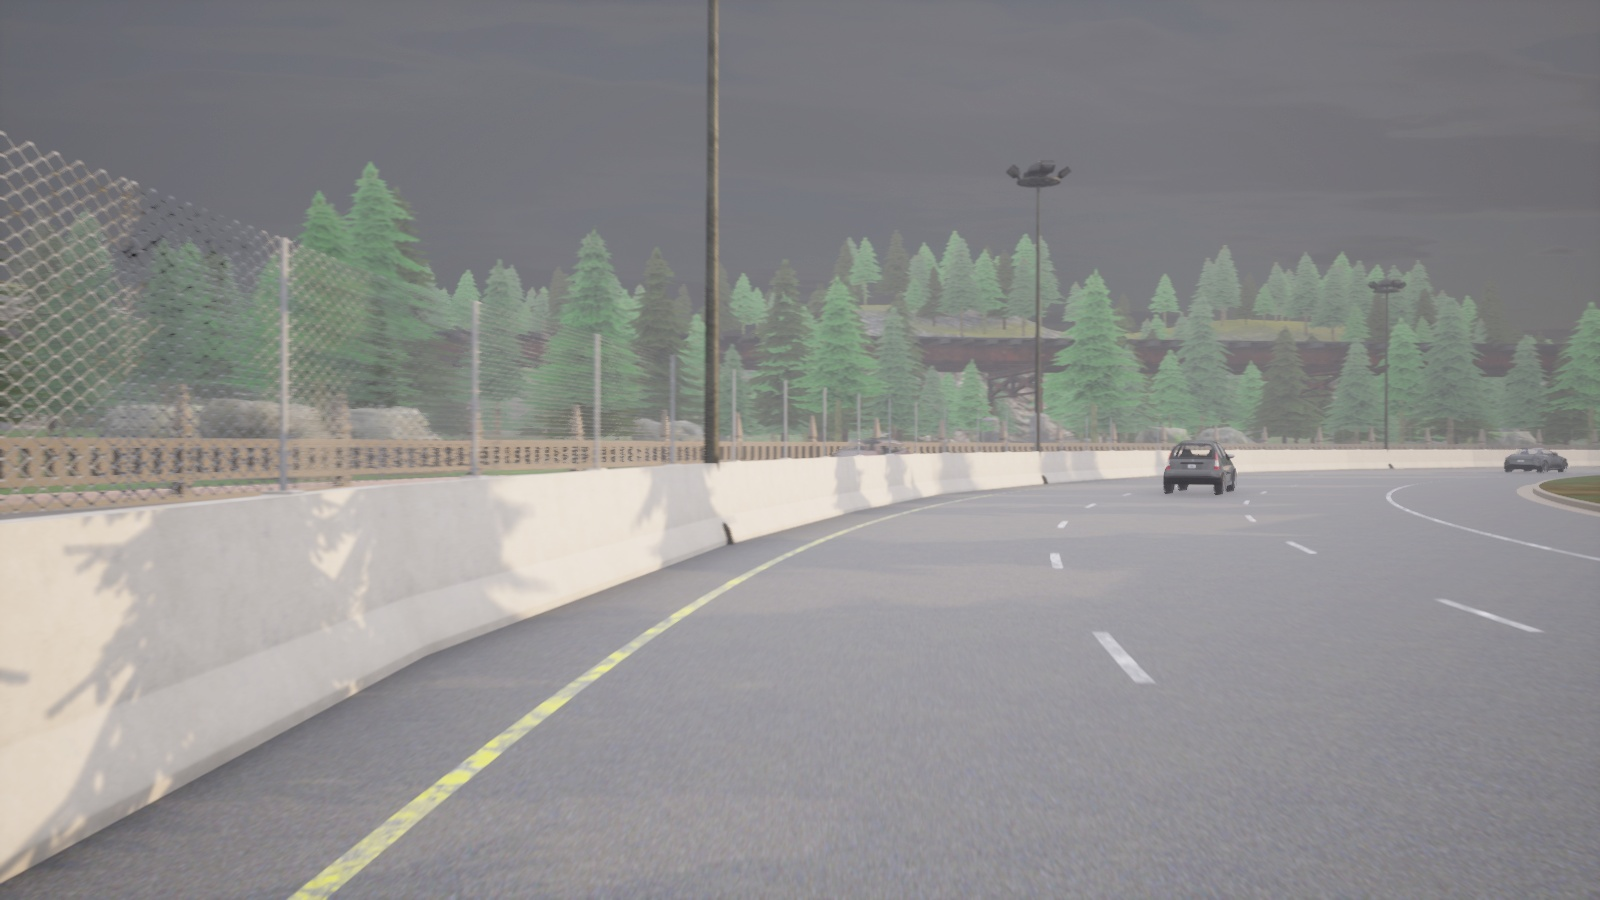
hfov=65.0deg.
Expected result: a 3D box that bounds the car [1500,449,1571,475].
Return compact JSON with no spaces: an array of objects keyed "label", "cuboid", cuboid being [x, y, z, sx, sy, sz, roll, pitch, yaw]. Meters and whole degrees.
[{"label":"car","cuboid":[40.180,0.629,68.599,4.181,1.385,1.994,0,0,-39]}]

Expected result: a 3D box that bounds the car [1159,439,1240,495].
[{"label":"car","cuboid":[12.444,0.489,38.987,1.851,1.617,3.988,0,0,26]}]

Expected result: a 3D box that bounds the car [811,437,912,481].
[{"label":"car","cuboid":[2.531,0.322,50.360,2.242,1.667,4.611,0,0,28]}]
